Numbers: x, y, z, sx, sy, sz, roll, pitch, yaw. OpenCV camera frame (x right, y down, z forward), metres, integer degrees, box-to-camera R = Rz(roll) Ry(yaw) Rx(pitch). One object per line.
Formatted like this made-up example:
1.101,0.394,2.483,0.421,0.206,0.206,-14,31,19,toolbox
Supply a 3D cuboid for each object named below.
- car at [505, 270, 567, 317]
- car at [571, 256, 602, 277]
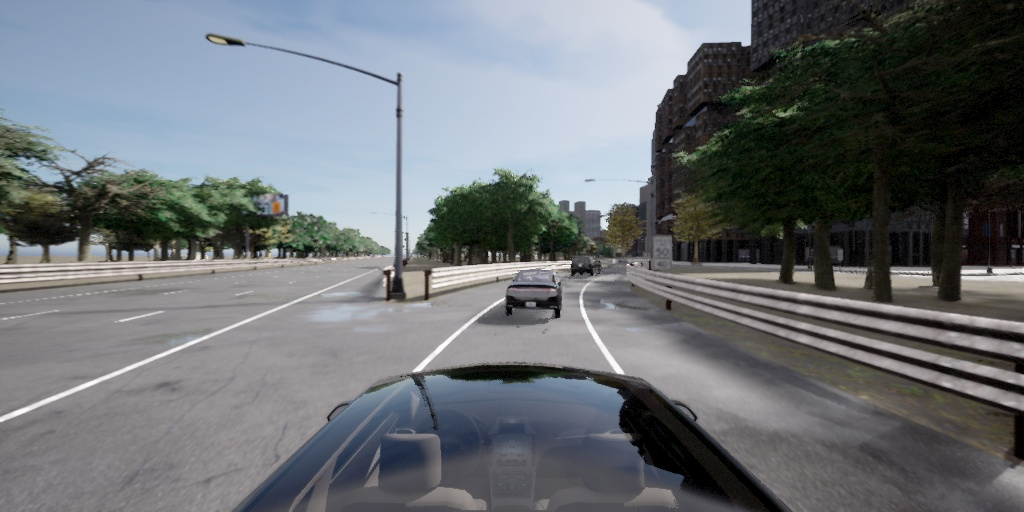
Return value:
0.941,1.247,13.238,2.128,1.511,4.902,0,0,9,car
7.459,1.017,35.783,2.150,2.045,5.566,0,0,25,car
